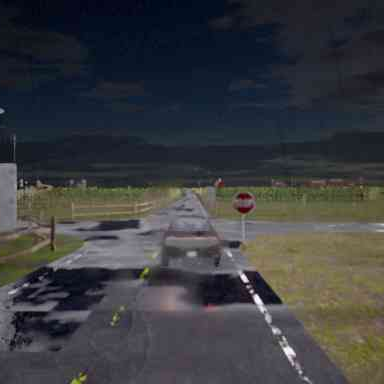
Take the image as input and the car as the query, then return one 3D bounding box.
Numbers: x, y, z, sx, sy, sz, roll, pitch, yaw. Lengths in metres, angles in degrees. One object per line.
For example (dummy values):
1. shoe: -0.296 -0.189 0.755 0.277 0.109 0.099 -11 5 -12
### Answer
1. car: -0.082 1.571 11.866 2.128 1.511 4.902 0 0 -2
